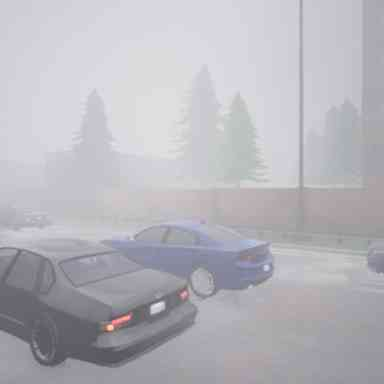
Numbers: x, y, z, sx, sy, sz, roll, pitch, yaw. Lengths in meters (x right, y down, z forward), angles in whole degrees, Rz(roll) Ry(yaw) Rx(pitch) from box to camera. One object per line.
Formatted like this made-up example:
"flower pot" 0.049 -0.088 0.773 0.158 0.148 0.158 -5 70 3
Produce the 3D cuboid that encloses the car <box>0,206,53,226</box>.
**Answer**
"car" -10.636 1.550 20.178 5.357 1.411 2.033 0 0 36

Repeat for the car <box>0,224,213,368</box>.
"car" -2.491 1.548 5.769 5.357 1.411 2.033 0 0 36

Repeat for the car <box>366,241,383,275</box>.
"car" 6.713 1.525 7.787 4.674 1.442 1.812 0 0 35

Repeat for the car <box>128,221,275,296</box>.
"car" -0.411 1.478 8.585 5.008 1.535 1.882 0 0 35
